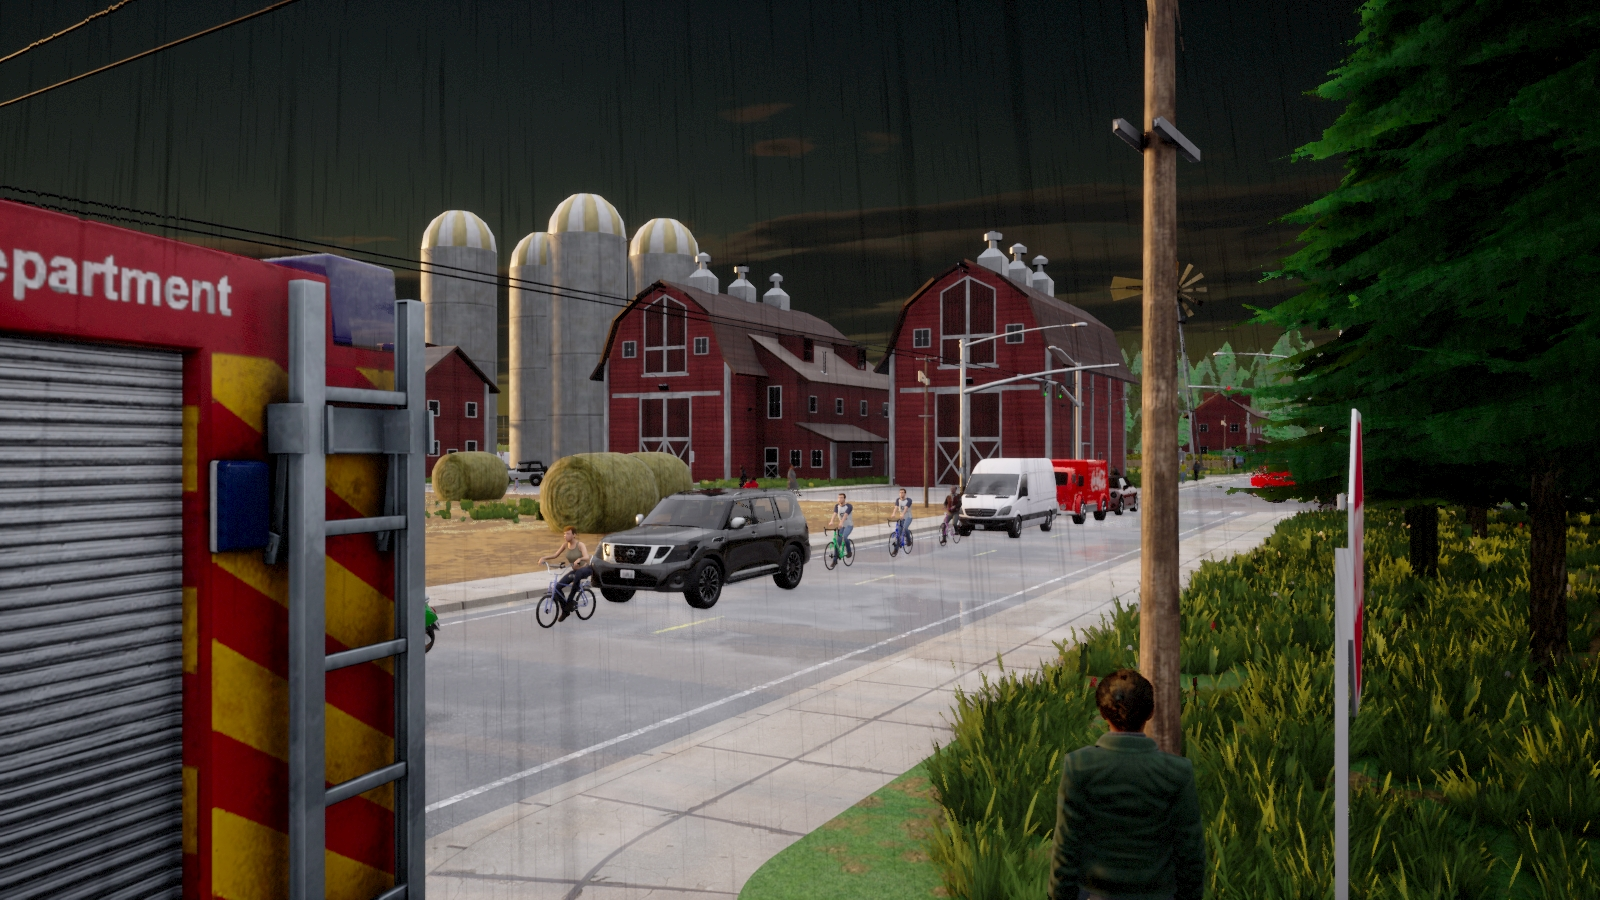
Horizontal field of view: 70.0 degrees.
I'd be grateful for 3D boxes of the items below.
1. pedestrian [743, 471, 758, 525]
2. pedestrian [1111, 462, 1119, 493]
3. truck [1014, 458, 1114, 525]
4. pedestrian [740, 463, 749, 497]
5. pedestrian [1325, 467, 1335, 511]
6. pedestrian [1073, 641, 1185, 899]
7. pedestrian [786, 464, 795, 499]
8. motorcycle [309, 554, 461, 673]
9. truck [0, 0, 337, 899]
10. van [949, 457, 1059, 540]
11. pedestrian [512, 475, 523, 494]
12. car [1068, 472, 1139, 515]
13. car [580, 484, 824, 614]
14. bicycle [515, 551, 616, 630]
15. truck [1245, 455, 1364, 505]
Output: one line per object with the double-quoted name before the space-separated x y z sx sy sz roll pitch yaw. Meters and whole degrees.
"pedestrian" -1.721 1.678 40.071 0.375 1.860 0.375 0 0 33
"pedestrian" 19.435 1.696 70.549 0.375 1.860 0.375 0 0 30
"truck" 10.558 1.568 45.374 2.627 2.467 5.204 0 0 28
"pedestrian" -3.115 1.669 63.870 0.375 1.860 0.375 0 0 27
"pedestrian" 22.874 1.675 49.301 0.375 1.860 0.375 0 0 32
"pedestrian" 1.190 1.663 4.158 0.375 1.860 0.375 0 0 15
"pedestrian" -0.502 1.670 61.366 0.375 1.860 0.375 0 0 32
"motorcycle" -5.522 2.142 15.311 0.856 1.316 1.805 0 0 28
"truck" -5.979 0.867 3.788 8.468 3.827 2.891 0 0 20
"van" 7.067 1.534 38.948 1.988 2.561 5.915 0 0 28
"pedestrian" -16.689 2.051 67.516 0.500 1.100 0.500 0 0 3
"car" 13.659 1.903 51.221 2.097 1.767 4.553 0 0 28
"car" -1.718 1.779 22.429 2.150 2.045 5.566 0 0 27
"bicycle" -3.787 2.256 18.582 0.859 1.080 1.487 0 0 28
"truck" 26.623 1.544 60.376 5.204 2.467 2.627 -1 0 41
